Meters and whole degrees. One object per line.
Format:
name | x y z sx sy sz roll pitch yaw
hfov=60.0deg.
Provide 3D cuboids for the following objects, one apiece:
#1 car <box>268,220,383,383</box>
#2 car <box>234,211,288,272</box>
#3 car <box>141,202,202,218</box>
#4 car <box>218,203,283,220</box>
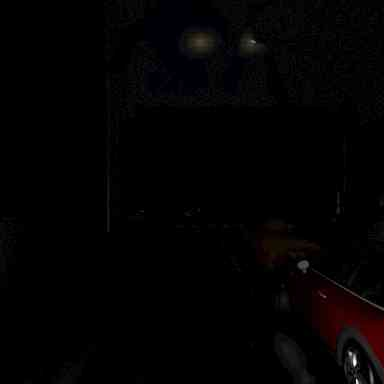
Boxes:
car | 2.640 1.444 4.971 1.967 1.590 4.097 0 0 0
car | 2.636 1.534 10.578 1.752 1.417 4.829 0 0 0
car | -1.774 1.579 29.466 5.357 1.411 2.033 0 0 0
car | 4.797 1.549 26.531 5.357 1.411 2.033 0 0 0
